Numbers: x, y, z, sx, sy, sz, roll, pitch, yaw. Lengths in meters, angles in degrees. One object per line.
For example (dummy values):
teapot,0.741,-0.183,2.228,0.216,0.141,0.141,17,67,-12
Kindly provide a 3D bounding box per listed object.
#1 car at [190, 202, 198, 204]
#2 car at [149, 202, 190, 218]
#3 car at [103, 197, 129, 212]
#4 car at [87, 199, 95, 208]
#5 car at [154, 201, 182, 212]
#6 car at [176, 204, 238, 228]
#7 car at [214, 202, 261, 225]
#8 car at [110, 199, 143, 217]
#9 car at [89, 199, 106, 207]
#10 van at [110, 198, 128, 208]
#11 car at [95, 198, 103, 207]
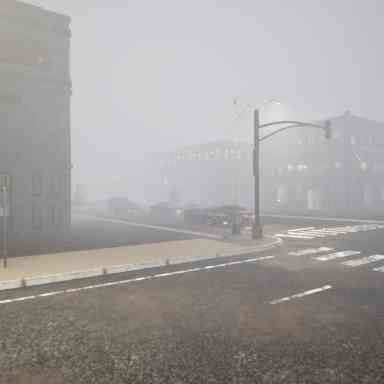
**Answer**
car,-0.111,1.903,41.079,1.802,1.307,4.206,-2,0,-36
car,-2.707,1.830,34.764,2.128,1.511,4.902,-1,0,-36
car,-9.331,1.689,44.073,2.150,2.045,5.566,-1,0,-36
car,-19.219,2.159,63.412,2.128,1.511,4.902,-1,0,-36
car,-3.325,1.965,45.584,1.802,1.307,4.206,-2,0,-36
car,1.031,1.814,24.843,1.947,1.339,4.313,-2,0,-36
car,3.338,1.745,26.303,1.812,1.442,4.674,-1,0,-35
car,-6.934,1.846,36.209,1.967,1.590,4.097,-1,0,-36
car,-19.404,2.227,68.111,1.887,1.381,4.507,-1,0,-36
van,-12.978,1.906,59.100,1.690,1.788,3.998,-1,0,-36
car,-16.194,1.939,63.605,2.192,1.841,5.009,-1,0,-36
